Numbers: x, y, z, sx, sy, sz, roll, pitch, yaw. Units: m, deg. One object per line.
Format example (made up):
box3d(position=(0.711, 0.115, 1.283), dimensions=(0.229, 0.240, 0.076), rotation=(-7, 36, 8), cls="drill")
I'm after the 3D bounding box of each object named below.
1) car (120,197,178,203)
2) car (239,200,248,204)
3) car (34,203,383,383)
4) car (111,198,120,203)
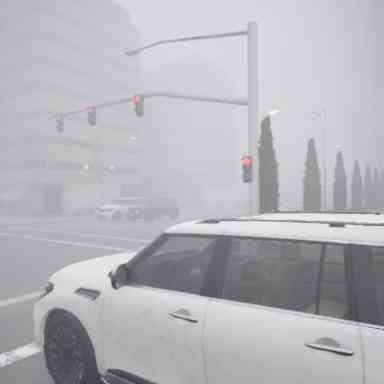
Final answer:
box3d(position=(-3.301, 1.504, 29.188), dimensions=(2.150, 2.045, 5.566), rotation=(-1, 0, 35), cls="car")
box3d(position=(8.957, 1.766, 46.532), dimensions=(1.882, 1.535, 5.008), rotation=(-1, 0, 35), cls="car")
box3d(position=(0.627, 1.240, 3.544), dimensions=(5.566, 2.045, 2.150), rotation=(-1, 0, 35), cls="car")
box3d(position=(-6.323, 1.550, 30.971), dimensions=(2.150, 2.045, 5.566), rotation=(-1, 0, 35), cls="car")
